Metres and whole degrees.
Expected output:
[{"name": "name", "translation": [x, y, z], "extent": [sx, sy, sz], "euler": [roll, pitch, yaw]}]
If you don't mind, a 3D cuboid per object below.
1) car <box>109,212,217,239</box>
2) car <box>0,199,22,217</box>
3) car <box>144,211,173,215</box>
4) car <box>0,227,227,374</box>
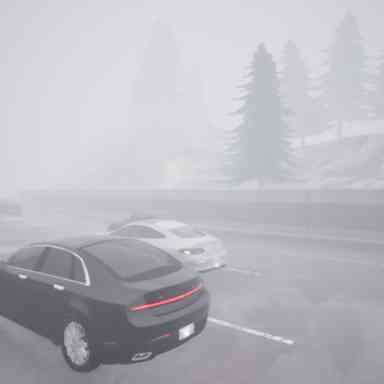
[{"name": "car", "translation": [-1.202, 1.506, 9.511], "extent": [4.674, 1.442, 1.812], "euler": [0, 0, 38]}, {"name": "car", "translation": [-16.402, 1.338, 29.058], "extent": [1.882, 1.535, 5.008], "euler": [0, 0, -41]}, {"name": "car", "translation": [-1.854, 1.532, 14.608], "extent": [4.181, 1.385, 1.994], "euler": [0, 0, 40]}, {"name": "car", "translation": [-1.973, 1.486, 5.667], "extent": [4.892, 1.490, 1.837], "euler": [0, 0, 38]}]
